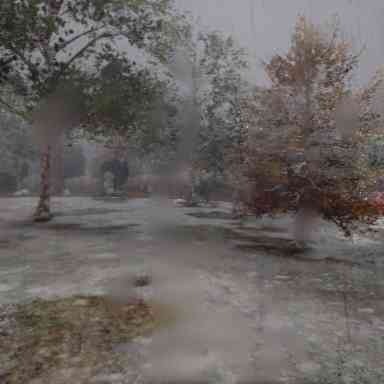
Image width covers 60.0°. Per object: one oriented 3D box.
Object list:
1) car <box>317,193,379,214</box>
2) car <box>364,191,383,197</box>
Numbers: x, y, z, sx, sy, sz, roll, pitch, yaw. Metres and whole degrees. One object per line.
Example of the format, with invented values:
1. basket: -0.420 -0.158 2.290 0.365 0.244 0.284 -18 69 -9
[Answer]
1. car: 14.533 1.015 31.248 1.882 1.535 5.008 -3 4 -37
2. car: 13.817 0.944 26.887 2.150 2.045 5.566 2 1 -26
